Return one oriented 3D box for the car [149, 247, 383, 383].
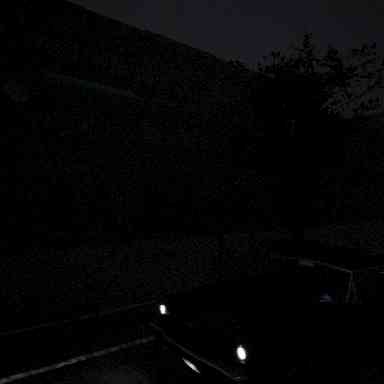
[{"bbox_3d":[1.787,1.604,4.964,4.718,1.301,1.895,0,0,-36],"label":"car"}]
